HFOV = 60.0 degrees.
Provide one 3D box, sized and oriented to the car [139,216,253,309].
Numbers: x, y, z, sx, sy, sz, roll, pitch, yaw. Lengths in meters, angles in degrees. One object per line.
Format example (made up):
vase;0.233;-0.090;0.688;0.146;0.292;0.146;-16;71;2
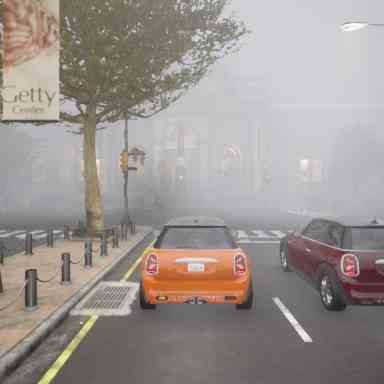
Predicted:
car;0.084;1.352;8.003;2.097;1.767;4.553;0;0;0

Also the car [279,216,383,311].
car;3.584;1.352;7.907;2.097;1.767;4.553;0;0;0
